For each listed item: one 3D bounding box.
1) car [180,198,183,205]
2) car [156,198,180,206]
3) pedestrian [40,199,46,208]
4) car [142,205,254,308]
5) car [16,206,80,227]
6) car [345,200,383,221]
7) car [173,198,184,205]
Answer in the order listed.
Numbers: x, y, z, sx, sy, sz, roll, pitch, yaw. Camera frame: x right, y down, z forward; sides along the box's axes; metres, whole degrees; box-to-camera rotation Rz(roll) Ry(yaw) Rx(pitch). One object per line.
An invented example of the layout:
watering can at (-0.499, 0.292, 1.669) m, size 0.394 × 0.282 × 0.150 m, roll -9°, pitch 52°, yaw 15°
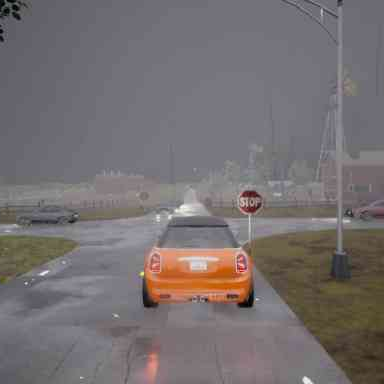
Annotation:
car at (-2.725, 1.687, 46.320) m, size 1.994 × 1.385 × 4.181 m, roll 0°, pitch 0°, yaw 0°
car at (-2.794, 1.614, 36.483) m, size 2.033 × 1.411 × 5.357 m, roll 0°, pitch 0°, yaw 1°
pedestrian at (-12.088, 1.466, 26.978) m, size 0.375 × 1.860 × 0.375 m, roll 0°, pitch 2°, yaw 0°
car at (0.119, 1.354, 8.100) m, size 2.097 × 1.767 × 4.553 m, roll 0°, pitch 0°, yaw 0°
car at (-10.343, 1.730, 23.951) m, size 4.181 × 1.385 × 1.994 m, roll -1°, pitch 1°, yaw 0°
car at (13.251, 1.273, 23.781) m, size 4.181 × 1.385 × 1.994 m, roll -1°, pitch 1°, yaw 1°
car at (-2.619, 1.880, 66.492) m, size 1.994 × 1.385 × 4.181 m, roll 0°, pitch -1°, yaw 0°
